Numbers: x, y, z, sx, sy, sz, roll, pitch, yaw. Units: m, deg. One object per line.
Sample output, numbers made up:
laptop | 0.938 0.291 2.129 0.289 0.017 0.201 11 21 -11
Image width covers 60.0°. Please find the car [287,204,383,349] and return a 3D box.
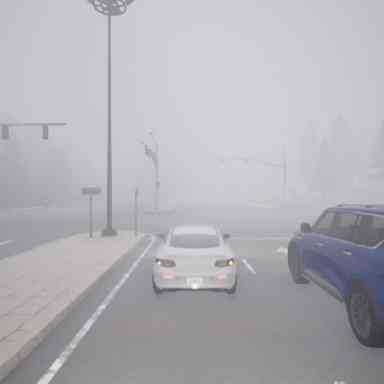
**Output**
car | 3.554 1.234 6.416 2.150 2.045 5.566 0 0 1

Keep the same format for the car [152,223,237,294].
car | 0.063 1.541 8.679 1.812 1.442 4.674 0 0 0
